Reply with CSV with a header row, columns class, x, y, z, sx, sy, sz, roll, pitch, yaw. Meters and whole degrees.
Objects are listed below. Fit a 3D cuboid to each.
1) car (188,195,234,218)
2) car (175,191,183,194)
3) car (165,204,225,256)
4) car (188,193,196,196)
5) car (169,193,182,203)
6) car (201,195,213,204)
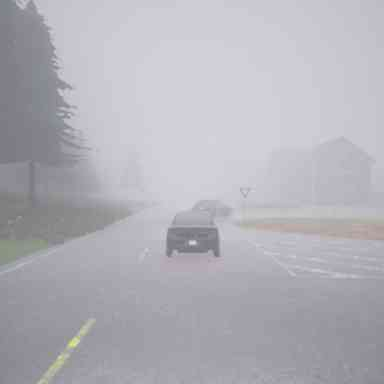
class,x,y,z,sx,sy,sz,roll,pitch,yaw
car,1.770,1.344,27.343,2.097,1.767,4.553,0,0,28
car,-3.505,0.827,83.910,2.150,2.045,5.566,0,0,0
car,0.047,1.475,13.165,1.882,1.535,5.008,0,0,0
car,-0.004,1.526,78.739,2.033,1.411,5.357,0,0,0
car,-3.504,1.514,68.561,1.812,1.442,4.674,0,0,0
car,2.968,1.444,67.189,1.816,1.474,4.193,-6,0,-2
